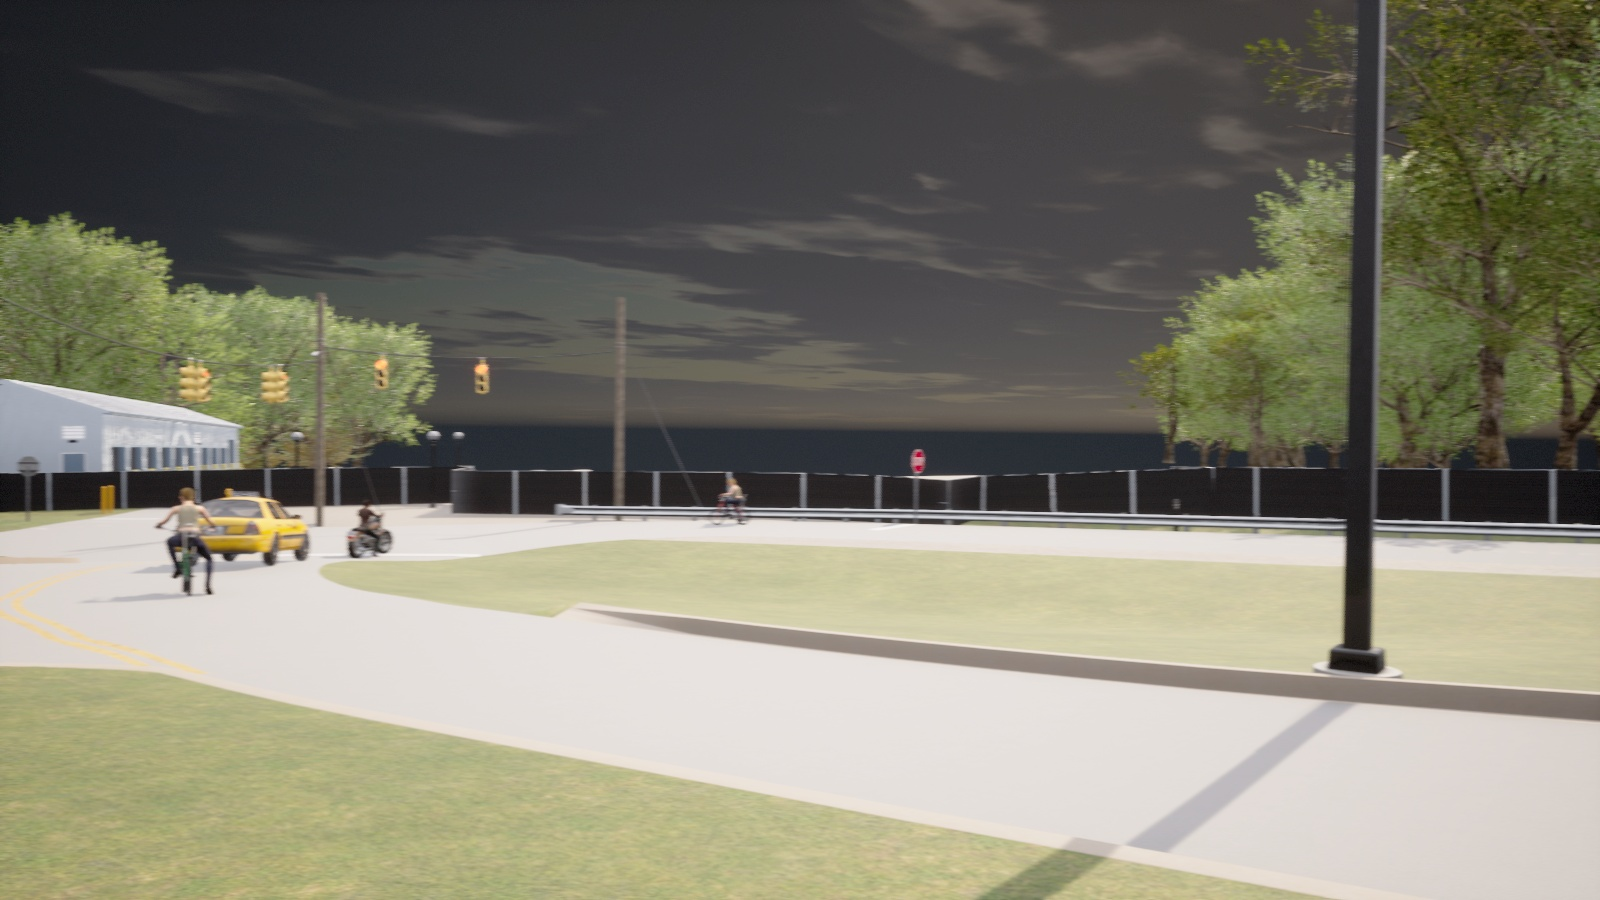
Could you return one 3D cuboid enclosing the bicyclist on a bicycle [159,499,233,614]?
[{"bbox_3d":[-9.104,1.570,18.896,0.866,1.612,1.509,-1,-2,-30],"label":"bicyclist on a bicycle"}]

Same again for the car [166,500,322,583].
[{"bbox_3d":[-11.837,1.917,27.120,1.801,1.575,5.366,-1,-3,-10],"label":"car"}]

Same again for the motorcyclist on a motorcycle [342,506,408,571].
[{"bbox_3d":[-11.875,2.436,35.166,0.766,1.649,2.350,0,0,7],"label":"motorcyclist on a motorcycle"}]

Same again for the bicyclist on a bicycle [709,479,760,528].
[{"bbox_3d":[-2.264,1.858,43.707,1.509,1.612,0.866,-2,0,15],"label":"bicyclist on a bicycle"}]
